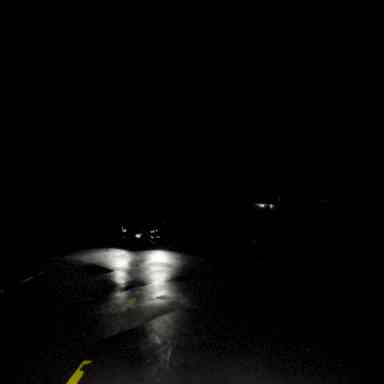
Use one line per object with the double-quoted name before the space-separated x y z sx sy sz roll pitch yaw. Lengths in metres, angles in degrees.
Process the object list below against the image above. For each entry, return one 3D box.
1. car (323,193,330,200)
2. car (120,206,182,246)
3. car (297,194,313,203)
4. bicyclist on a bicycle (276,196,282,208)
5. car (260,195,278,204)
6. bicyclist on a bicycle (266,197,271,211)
"car" 29.696 1.029 71.168 1.837 1.490 4.892 4 3 42
"car" -1.673 1.414 15.047 1.837 1.490 4.892 0 0 9
"car" 20.858 1.114 60.690 1.882 1.535 5.008 3 3 38
"bicyclist on a bicycle" 11.509 1.268 43.932 0.866 1.612 1.509 2 1 26
"car" 12.522 1.178 53.746 1.994 1.385 4.181 3 2 31
"bicyclist on a bicycle" 8.665 1.328 37.645 0.582 1.620 1.656 2 1 22
